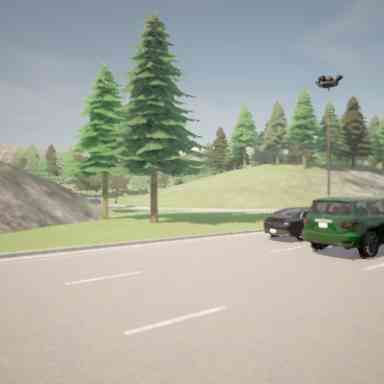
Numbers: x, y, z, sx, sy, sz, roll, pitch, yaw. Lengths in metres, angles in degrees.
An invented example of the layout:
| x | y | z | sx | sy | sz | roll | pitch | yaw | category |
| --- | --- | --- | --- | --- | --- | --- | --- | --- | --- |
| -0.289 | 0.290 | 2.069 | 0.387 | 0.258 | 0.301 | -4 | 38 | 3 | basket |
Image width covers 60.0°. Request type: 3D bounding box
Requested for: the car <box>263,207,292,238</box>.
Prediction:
| x | y | z | sx | sy | sz | roll | pitch | yaw | category |
| --- | --- | --- | --- | --- | --- | --- | --- | --- | --- |
| 5.632 | 1.481 | 16.397 | 4.892 | 1.490 | 1.837 | -1 | 0 | -35 | car |

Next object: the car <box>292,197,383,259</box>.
| x | y | z | sx | sy | sz | roll | pitch | yaw | category |
| --- | --- | --- | --- | --- | --- | --- | --- | --- | --- |
| 6.639 | 1.200 | 12.826 | 5.566 | 2.045 | 2.150 | -1 | 0 | -35 | car |

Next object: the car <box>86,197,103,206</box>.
| x | y | z | sx | sy | sz | roll | pitch | yaw | category |
| --- | --- | --- | --- | --- | --- | --- | --- | --- | --- |
| -15.687 | 1.531 | 53.792 | 1.994 | 1.385 | 4.181 | 0 | 0 | -35 | car |
